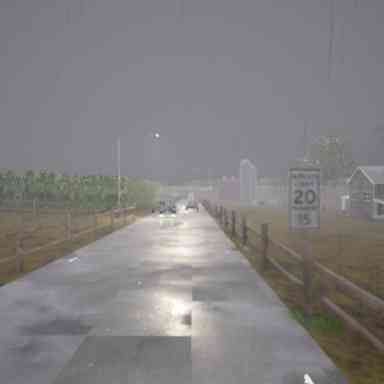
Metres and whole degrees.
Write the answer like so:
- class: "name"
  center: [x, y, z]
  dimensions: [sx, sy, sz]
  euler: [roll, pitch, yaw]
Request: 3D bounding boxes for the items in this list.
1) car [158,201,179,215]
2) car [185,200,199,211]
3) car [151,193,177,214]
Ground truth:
- class: "car"
  center: [-2.719, 1.818, 39.268]
  dimensions: [2.033, 1.411, 5.357]
  euler: [0, 0, 0]
- class: "car"
  center: [0.042, 1.860, 46.256]
  dimensions: [2.033, 1.411, 5.357]
  euler: [0, 0, 0]
- class: "car"
  center: [-2.724, 1.072, 33.038]
  dimensions: [2.150, 2.045, 5.566]
  euler: [0, 0, 0]
